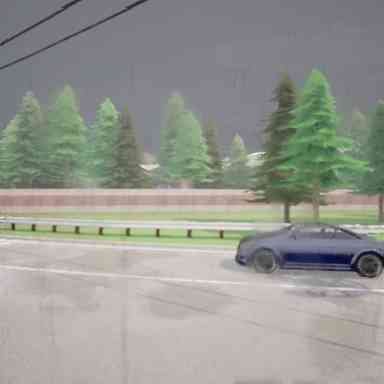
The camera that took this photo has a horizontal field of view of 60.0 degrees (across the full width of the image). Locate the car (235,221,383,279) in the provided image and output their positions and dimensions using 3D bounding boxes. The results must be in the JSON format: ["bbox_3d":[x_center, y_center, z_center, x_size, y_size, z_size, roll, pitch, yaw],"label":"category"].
[{"bbox_3d":[3.385,1.566,9.764,4.181,1.385,1.994,0,0,11],"label":"car"}]
